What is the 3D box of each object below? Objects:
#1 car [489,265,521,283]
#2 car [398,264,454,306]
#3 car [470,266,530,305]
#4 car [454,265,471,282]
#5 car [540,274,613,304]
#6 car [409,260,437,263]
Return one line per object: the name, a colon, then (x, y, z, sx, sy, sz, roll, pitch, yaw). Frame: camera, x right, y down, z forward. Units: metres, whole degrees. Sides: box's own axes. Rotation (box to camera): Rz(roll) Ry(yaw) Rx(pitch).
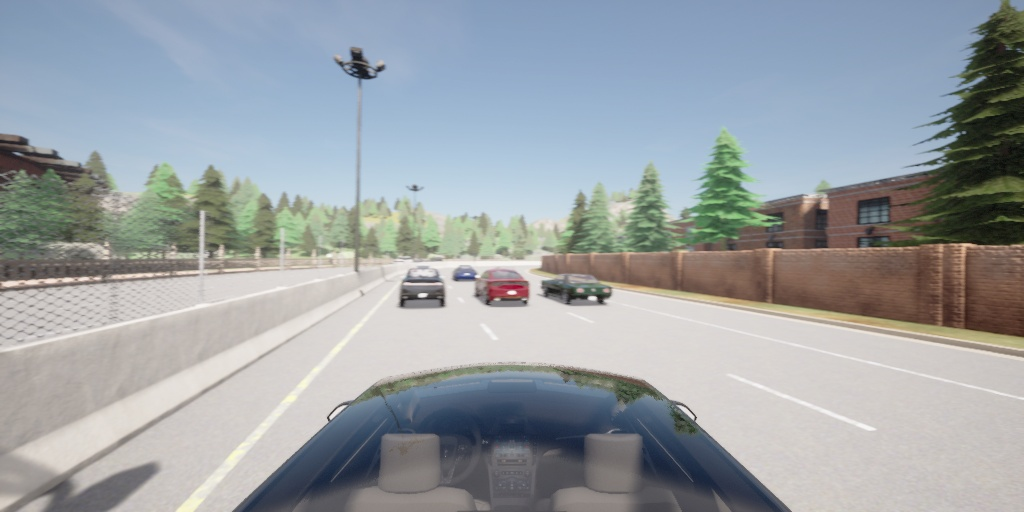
car: (-0.697, 1.553, 31.947, 1.895, 1.301, 4.718, 1, 0, -14)
car: (-3.943, 1.283, 15.895, 2.128, 1.511, 4.902, 1, 0, -14)
car: (-0.586, 1.326, 16.908, 1.882, 1.535, 5.008, 1, 0, -14)
car: (-4.137, 1.461, 31.312, 1.994, 1.385, 4.181, 1, 0, -13)
car: (2.894, 1.504, 17.382, 1.895, 1.301, 4.718, 1, 0, -14)
car: (-7.549, 1.366, 30.548, 1.812, 1.442, 4.674, 1, 0, -13)
